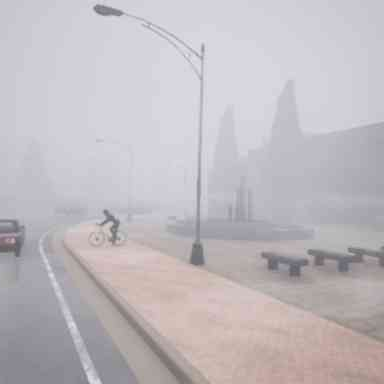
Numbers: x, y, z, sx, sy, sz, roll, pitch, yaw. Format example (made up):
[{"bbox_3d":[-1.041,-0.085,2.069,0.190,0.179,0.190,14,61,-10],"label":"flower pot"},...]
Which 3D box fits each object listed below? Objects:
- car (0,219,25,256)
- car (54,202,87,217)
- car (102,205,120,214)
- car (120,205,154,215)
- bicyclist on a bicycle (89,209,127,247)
[{"bbox_3d":[-7.786,1.741,13.362,1.895,1.301,4.718,2,-2,-24],"label":"car"},{"bbox_3d":[-14.443,1.990,39.856,2.097,1.767,4.553,1,-1,11],"label":"car"},{"bbox_3d":[-11.208,2.581,49.558,1.895,1.301,4.718,1,-2,26],"label":"car"},{"bbox_3d":[-7.740,2.604,48.784,2.033,1.411,5.357,1,-2,26],"label":"car"},{"bbox_3d":[-3.654,1.588,14.571,1.656,1.620,0.582,2,-2,-27],"label":"bicyclist on a bicycle"}]
